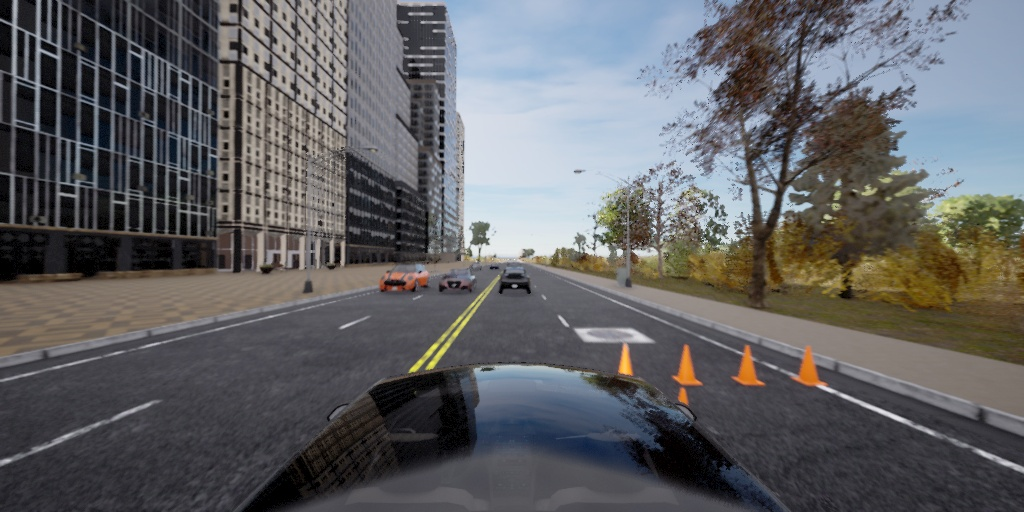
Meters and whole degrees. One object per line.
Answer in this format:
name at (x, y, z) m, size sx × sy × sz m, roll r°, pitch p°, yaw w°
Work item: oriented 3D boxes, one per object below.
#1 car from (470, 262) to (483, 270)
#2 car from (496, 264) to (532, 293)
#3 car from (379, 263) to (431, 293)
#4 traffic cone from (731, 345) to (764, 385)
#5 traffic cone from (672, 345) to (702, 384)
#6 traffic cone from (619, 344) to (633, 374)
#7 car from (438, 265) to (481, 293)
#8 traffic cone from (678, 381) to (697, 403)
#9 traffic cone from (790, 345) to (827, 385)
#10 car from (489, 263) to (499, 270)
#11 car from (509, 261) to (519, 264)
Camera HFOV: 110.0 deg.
car at (-6.274, 1.787, 63.364) m, size 2.128 × 1.511 × 4.902 m, roll 0°, pitch 0°, yaw 0°
car at (0.171, 1.442, 22.519) m, size 1.837 × 1.490 × 4.892 m, roll 0°, pitch 0°, yaw 0°
car at (-6.528, 1.246, 22.242) m, size 2.097 × 1.767 × 4.553 m, roll 0°, pitch -1°, yaw 0°
traffic cone at (3.870, 1.765, 5.896) m, size 0.340 × 0.580 × 0.340 m, roll 0°, pitch 0°, yaw 0°
traffic cone at (2.870, 1.759, 5.900) m, size 0.340 × 0.580 × 0.340 m, roll 0°, pitch 0°, yaw 0°
traffic cone at (1.870, 1.753, 5.904) m, size 0.340 × 0.580 × 0.340 m, roll 0°, pitch 0°, yaw 0°
car at (-3.279, 1.478, 22.369) m, size 1.994 × 1.385 × 4.181 m, roll 0°, pitch -1°, yaw 0°
traffic cone at (1.862, 1.736, 3.905) m, size 0.340 × 0.580 × 0.340 m, roll 0°, pitch 0°, yaw 0°
traffic cone at (4.870, 1.771, 5.892) m, size 0.340 × 0.580 × 0.340 m, roll 0°, pitch 0°, yaw 0°
car at (-3.022, 1.943, 63.299) m, size 1.895 × 1.301 × 4.718 m, roll 0°, pitch 0°, yaw 0°
car at (0.279, 1.527, 49.063) m, size 2.097 × 1.767 × 4.553 m, roll 0°, pitch -1°, yaw 0°
